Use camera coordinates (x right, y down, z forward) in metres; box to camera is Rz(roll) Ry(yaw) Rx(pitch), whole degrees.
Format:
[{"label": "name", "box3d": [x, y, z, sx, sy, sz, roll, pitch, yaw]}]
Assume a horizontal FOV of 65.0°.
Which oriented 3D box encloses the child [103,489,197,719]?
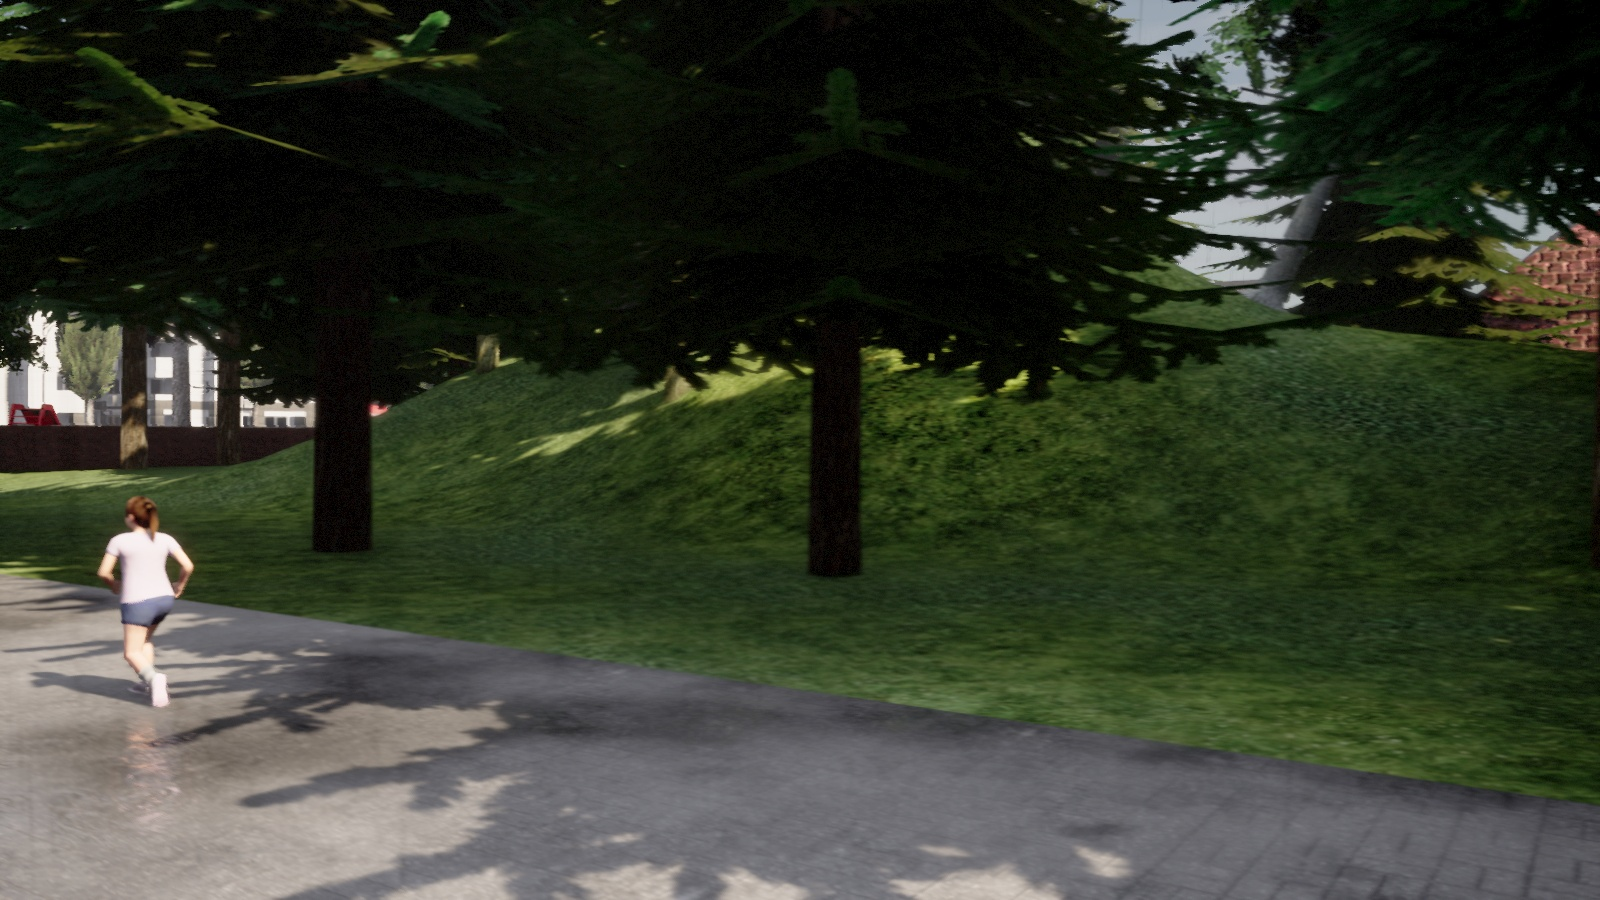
[{"label": "child", "box3d": [-3.303, 0.764, 6.381, 0.394, 1.110, 0.255, 0, 1, 35]}]
